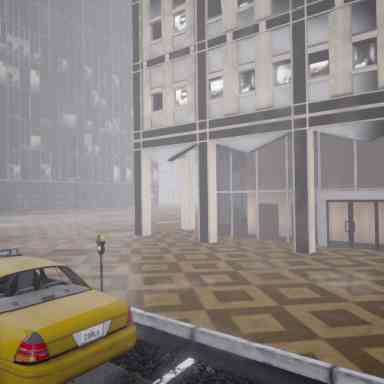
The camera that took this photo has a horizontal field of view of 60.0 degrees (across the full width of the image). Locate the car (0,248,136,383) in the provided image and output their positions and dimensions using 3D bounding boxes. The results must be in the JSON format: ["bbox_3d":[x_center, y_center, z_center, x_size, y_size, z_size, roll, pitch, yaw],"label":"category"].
[{"bbox_3d":[-2.979,1.528,5.014,4.829,1.417,1.752,0,-1,36],"label":"car"}]
